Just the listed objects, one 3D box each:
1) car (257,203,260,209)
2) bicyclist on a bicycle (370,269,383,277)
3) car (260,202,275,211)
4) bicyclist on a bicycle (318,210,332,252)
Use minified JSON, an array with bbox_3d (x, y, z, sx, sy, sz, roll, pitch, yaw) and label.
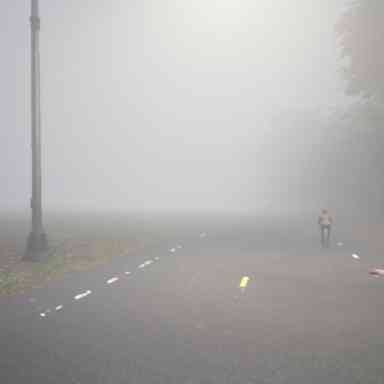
[{"bbox_3d":[15.265,2.939,72.257,2.033,1.411,5.357,-1,-1,6],"label":"car"},{"bbox_3d":[3.061,1.429,4.717,0.866,1.612,1.509,-1,-1,16],"label":"bicyclist on a bicycle"},{"bbox_3d":[13.695,2.620,59.328,1.837,1.490,4.892,-1,-2,8],"label":"car"},{"bbox_3d":[5.429,1.550,13.551,0.582,1.620,1.656,-1,-1,15],"label":"bicyclist on a bicycle"}]
